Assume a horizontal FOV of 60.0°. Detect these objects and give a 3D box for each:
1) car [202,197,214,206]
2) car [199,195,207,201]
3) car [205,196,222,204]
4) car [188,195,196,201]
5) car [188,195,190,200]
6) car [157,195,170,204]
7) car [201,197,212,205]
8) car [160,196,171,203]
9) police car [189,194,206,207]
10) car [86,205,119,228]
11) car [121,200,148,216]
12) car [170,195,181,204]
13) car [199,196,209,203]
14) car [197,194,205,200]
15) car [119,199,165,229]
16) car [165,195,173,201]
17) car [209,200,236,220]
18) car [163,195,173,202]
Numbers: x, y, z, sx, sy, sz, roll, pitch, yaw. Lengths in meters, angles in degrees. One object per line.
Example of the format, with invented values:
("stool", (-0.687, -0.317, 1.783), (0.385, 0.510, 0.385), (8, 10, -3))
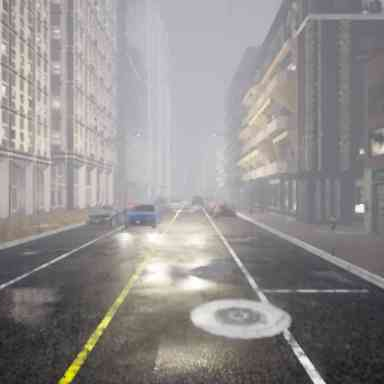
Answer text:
("car", (2.684, 1.544, 56.124), (1.752, 1.417, 4.829), (0, 0, 0))
("car", (2.679, 1.485, 84.197), (1.967, 1.590, 4.097), (0, 0, 0))
("car", (2.687, 1.447, 33.361), (1.967, 1.590, 4.097), (0, 0, 0))
("car", (-0.010, 1.441, 86.159), (1.812, 1.442, 4.674), (0, 0, 0))
("car", (0.683, 1.375, 60.988), (2.097, 1.767, 4.553), (0, 0, 0))
("car", (-5.698, 1.588, 61.602), (1.947, 1.339, 4.313), (0, 0, 0))
("car", (2.683, 1.589, 61.603), (1.947, 1.339, 4.313), (0, 0, 0))
("car", (-5.699, 1.583, 72.898), (2.008, 1.369, 4.403), (0, 0, 0))
("police car", (0.894, 1.441, 51.127), (1.930, 1.638, 5.238), (0, 0, 0))
("car", (-5.691, 1.553, 22.062), (2.008, 1.369, 4.403), (0, 0, 0))
("car", (-5.693, 1.551, 33.359), (1.887, 1.381, 4.507), (0, 0, 0))
("car", (-3.022, 1.571, 63.475), (2.033, 1.411, 5.357), (0, 0, 0))
("car", (2.681, 1.584, 72.901), (2.008, 1.369, 4.403), (0, 0, 0))
("car", (2.678, 1.374, 95.495), (2.192, 1.841, 5.009), (0, 0, 0))
("car", (-3.101, 1.480, 21.694), (1.882, 1.535, 5.008), (0, 0, 0))
("car", (-5.701, 1.570, 84.026), (1.752, 1.417, 4.829), (0, 0, 0))
("car", (2.688, 1.586, 27.712), (1.802, 1.307, 4.206), (0, 0, 0))
("car", (-5.701, 1.479, 78.548), (1.967, 1.590, 4.097), (0, 0, 0))
